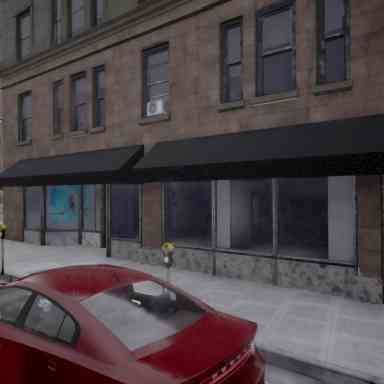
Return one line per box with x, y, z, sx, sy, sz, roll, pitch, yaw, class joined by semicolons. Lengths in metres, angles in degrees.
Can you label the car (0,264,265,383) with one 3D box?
-1.416;1.545;3.876;4.507;1.381;1.887;0;0;36;car
